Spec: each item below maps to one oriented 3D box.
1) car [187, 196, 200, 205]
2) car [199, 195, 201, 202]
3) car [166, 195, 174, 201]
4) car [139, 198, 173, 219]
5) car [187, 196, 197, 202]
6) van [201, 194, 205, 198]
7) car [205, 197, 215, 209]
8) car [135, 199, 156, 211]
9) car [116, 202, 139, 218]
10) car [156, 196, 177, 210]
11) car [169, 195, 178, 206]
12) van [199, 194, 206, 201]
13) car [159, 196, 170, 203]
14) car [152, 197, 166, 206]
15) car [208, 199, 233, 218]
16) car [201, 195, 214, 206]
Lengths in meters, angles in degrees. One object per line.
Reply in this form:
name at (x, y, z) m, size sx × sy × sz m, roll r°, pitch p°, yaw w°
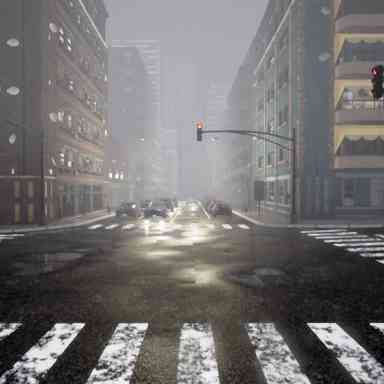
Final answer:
car at (0.012, 1.543, 59.667) m, size 1.812 × 1.442 × 4.674 m, roll 0°, pitch 0°, yaw 0°
car at (2.697, 1.582, 57.828) m, size 1.947 × 1.339 × 4.313 m, roll 0°, pitch 0°, yaw 0°
car at (-5.679, 1.563, 85.290) m, size 1.752 × 1.417 × 4.829 m, roll 0°, pitch 0°, yaw 0°
car at (-3.095, 1.550, 29.731) m, size 2.033 × 1.411 × 5.357 m, roll 0°, pitch 0°, yaw 0°
car at (0.015, 1.452, 69.703) m, size 1.895 × 1.301 × 4.718 m, roll 0°, pitch 0°, yaw 0°
van at (2.694, 1.354, 52.304) m, size 1.690 × 1.788 × 3.998 m, roll 0°, pitch 0°, yaw 0°
car at (2.692, 1.570, 35.734) m, size 1.947 × 1.339 × 4.313 m, roll 0°, pitch 0°, yaw 0°
car at (-5.688, 1.573, 41.271) m, size 1.947 × 1.339 × 4.313 m, roll 0°, pitch 0°, yaw 0°
car at (-5.690, 1.568, 30.224) m, size 1.947 × 1.339 × 4.313 m, roll 0°, pitch 0°, yaw 0°
car at (-3.089, 1.511, 39.850) m, size 1.837 × 1.490 × 4.892 m, roll 0°, pitch 0°, yaw 0°
car at (-3.077, 1.503, 50.294) m, size 2.128 × 1.511 × 4.902 m, roll 0°, pitch 0°, yaw 0°
van at (2.700, 1.379, 85.446) m, size 1.690 × 1.788 × 3.998 m, roll -1°, pitch 0°, yaw 0°
car at (-5.682, 1.606, 68.889) m, size 1.802 × 1.307 × 4.206 m, roll 0°, pitch 0°, yaw 0°
car at (-5.685, 1.561, 57.842) m, size 1.887 × 1.381 × 4.507 m, roll 0°, pitch 0°, yaw 0°
car at (2.691, 1.584, 30.211) m, size 1.802 × 1.307 × 4.206 m, roll 0°, pitch 0°, yaw 0°
car at (2.694, 1.555, 46.781) m, size 1.887 × 1.381 × 4.507 m, roll 0°, pitch 0°, yaw 0°
